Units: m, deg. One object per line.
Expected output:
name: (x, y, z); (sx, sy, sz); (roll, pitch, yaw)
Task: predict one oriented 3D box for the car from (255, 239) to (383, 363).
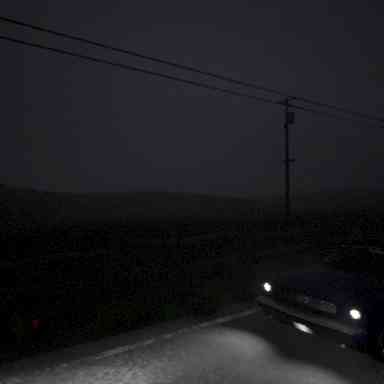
car: (3.371, 1.607, 5.966); (4.718, 1.301, 1.895); (0, 0, -35)
